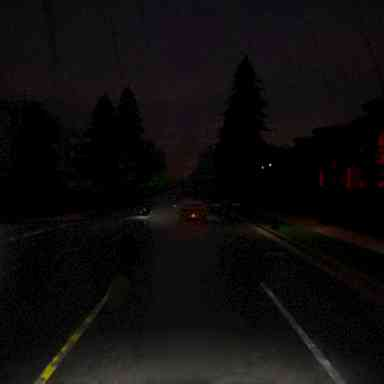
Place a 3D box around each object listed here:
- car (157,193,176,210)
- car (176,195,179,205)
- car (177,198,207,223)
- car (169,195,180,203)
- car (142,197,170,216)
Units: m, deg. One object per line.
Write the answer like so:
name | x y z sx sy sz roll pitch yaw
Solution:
car | -3.609 1.161 43.234 2.150 2.045 5.566 0 0 0
car | -3.593 1.275 54.485 2.097 1.767 4.553 0 0 0
car | 0.089 1.444 25.016 1.882 1.535 5.008 0 0 0
car | -3.525 1.422 69.453 2.033 1.411 5.357 0 0 0
car | -3.611 1.501 32.569 2.033 1.411 5.357 0 0 0
